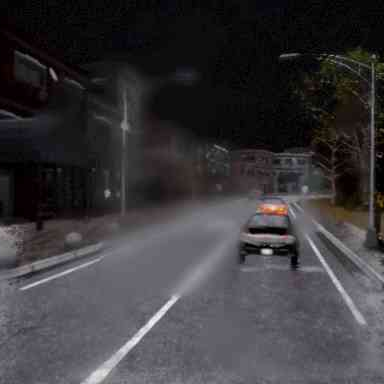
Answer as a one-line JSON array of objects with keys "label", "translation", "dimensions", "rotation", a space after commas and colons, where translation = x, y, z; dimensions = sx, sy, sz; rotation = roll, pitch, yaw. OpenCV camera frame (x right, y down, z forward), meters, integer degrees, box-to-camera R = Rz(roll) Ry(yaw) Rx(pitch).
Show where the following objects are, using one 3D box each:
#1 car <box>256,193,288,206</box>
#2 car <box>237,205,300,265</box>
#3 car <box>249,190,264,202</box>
[{"label": "car", "translation": [6.466, 1.220, 26.262], "dimensions": [2.097, 1.767, 4.553], "rotation": [1, 1, 15]}, {"label": "car", "translation": [2.757, 1.476, 11.833], "dimensions": [2.128, 1.511, 4.902], "rotation": [1, 0, 15]}, {"label": "car", "translation": [11.767, 0.708, 59.832], "dimensions": [2.150, 2.045, 5.566], "rotation": [1, 1, 19]}]
